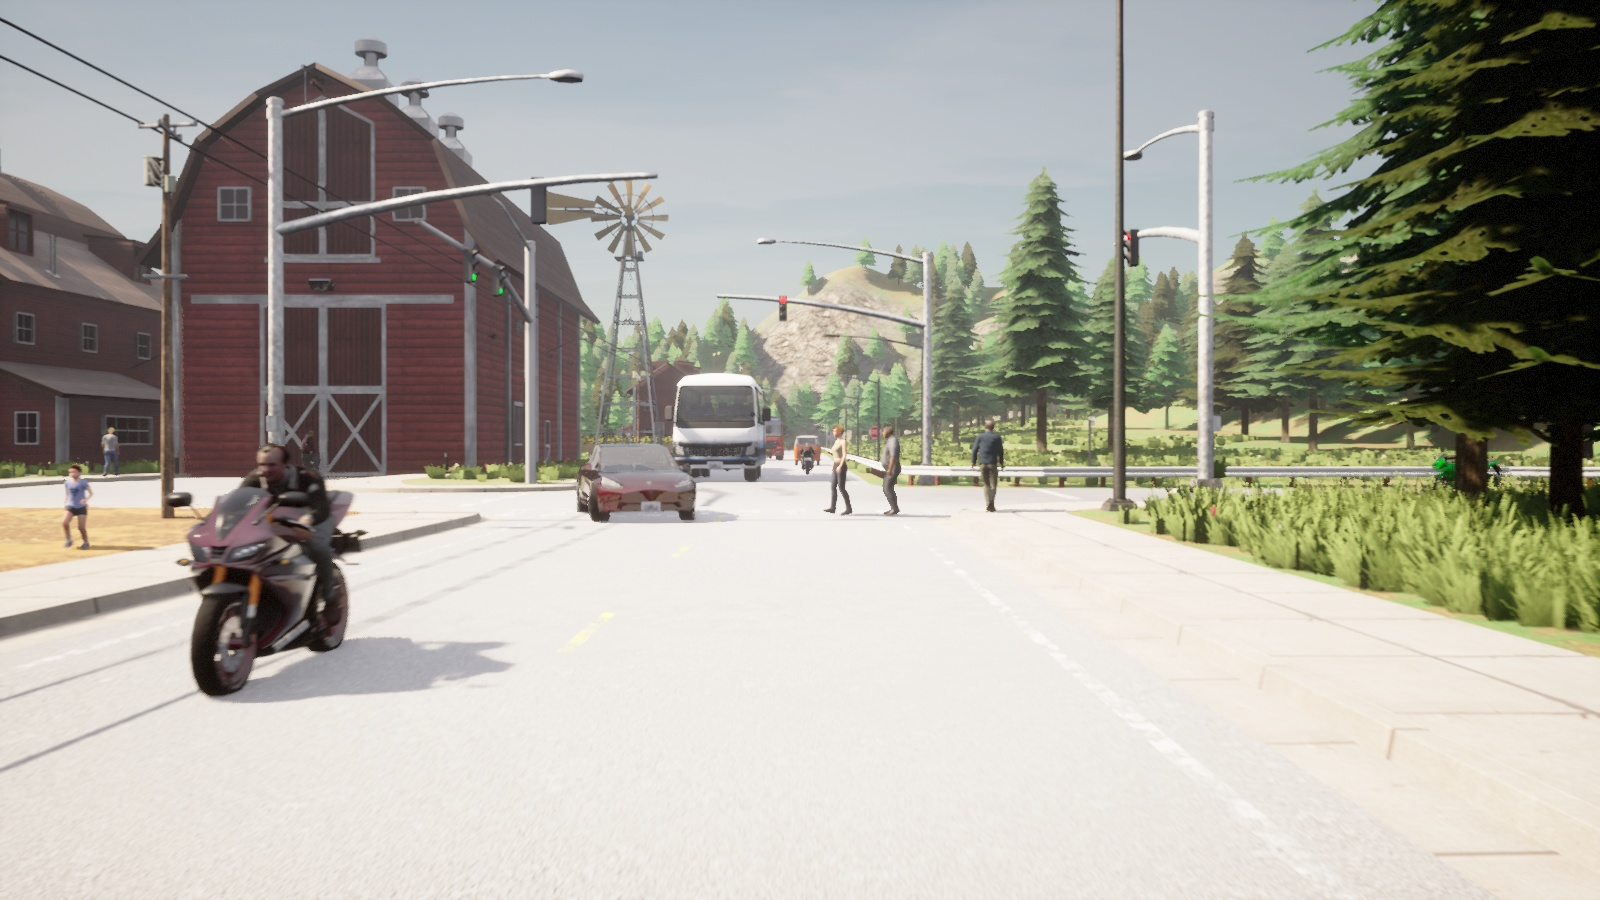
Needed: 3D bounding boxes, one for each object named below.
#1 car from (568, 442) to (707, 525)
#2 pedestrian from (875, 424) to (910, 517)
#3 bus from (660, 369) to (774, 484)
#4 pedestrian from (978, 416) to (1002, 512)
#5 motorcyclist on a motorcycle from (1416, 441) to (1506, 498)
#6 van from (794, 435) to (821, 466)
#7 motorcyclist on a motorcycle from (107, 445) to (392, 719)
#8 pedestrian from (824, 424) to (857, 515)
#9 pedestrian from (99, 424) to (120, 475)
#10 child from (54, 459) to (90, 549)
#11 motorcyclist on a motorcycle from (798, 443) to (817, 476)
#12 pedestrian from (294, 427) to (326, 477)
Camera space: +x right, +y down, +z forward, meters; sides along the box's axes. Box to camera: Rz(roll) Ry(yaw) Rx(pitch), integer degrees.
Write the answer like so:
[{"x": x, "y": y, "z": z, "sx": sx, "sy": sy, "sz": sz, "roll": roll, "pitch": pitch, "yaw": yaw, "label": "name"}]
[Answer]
[{"x": -3.385, "y": 0.594, "z": 25.280, "sx": 2.163, "sy": 1.488, "sz": 4.792, "roll": 0, "pitch": 1, "yaw": -15, "label": "car"}, {"x": 1.843, "y": 0.402, "z": 25.059, "sx": 0.694, "sy": 1.848, "sz": 0.540, "roll": 0, "pitch": 0, "yaw": 4, "label": "pedestrian"}, {"x": -3.190, "y": -0.923, "z": 51.594, "sx": 3.944, "sy": 4.253, "sz": 10.273, "roll": 0, "pitch": 0, "yaw": 0, "label": "bus"}, {"x": 3.709, "y": 0.267, "z": 24.471, "sx": 0.402, "sy": 1.842, "sz": 0.726, "roll": 0, "pitch": 0, "yaw": 14, "label": "pedestrian"}, {"x": 18.064, "y": 0.523, "z": 34.326, "sx": 2.044, "sy": 1.523, "sz": 0.797, "roll": 0, "pitch": 0, "yaw": -1, "label": "motorcyclist on a motorcycle"}, {"x": 0.491, "y": 0.027, "z": 83.611, "sx": 1.775, "sy": 1.987, "sz": 4.442, "roll": 0, "pitch": 0, "yaw": 0, "label": "van"}, {"x": -3.439, "y": 0.733, "z": 8.126, "sx": 0.866, "sy": 1.530, "sz": 2.191, "roll": 0, "pitch": 0, "yaw": 0, "label": "motorcyclist on a motorcycle"}, {"x": 0.818, "y": 0.392, "z": 25.424, "sx": 0.594, "sy": 1.836, "sz": 0.345, "roll": 0, "pitch": 0, "yaw": -16, "label": "pedestrian"}, {"x": -24.826, "y": -0.013, "z": 45.178, "sx": 0.354, "sy": 1.836, "sz": 0.706, "roll": 0, "pitch": 0, "yaw": 0, "label": "pedestrian"}, {"x": -9.058, "y": 0.664, "z": 15.629, "sx": 0.255, "sy": 1.110, "sz": 0.394, "roll": 0, "pitch": 0, "yaw": -7, "label": "child"}, {"x": 0.357, "y": 0.443, "z": 60.039, "sx": 0.866, "sy": 1.530, "sz": 2.191, "roll": 0, "pitch": 0, "yaw": 0, "label": "motorcyclist on a motorcycle"}, {"x": -18.198, "y": 0.087, "z": 46.645, "sx": 0.899, "sy": 1.844, "sz": 0.634, "roll": 0, "pitch": 0, "yaw": 11, "label": "pedestrian"}]
